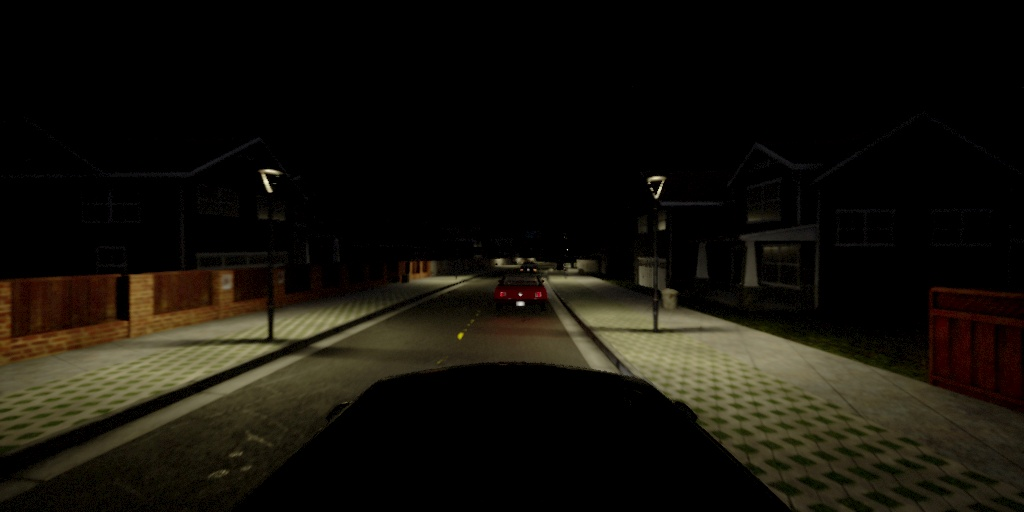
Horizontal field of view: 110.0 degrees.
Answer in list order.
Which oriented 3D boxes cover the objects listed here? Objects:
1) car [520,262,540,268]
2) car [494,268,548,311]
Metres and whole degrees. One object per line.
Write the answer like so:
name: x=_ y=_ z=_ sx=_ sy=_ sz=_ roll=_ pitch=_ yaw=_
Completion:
car: x=1.739 y=1.347 z=35.760 sx=2.033 sy=1.411 sz=5.357 roll=0 pitch=0 yaw=5
car: x=0.377 y=1.357 z=14.562 sx=1.895 sy=1.301 sz=4.718 roll=0 pitch=0 yaw=2
